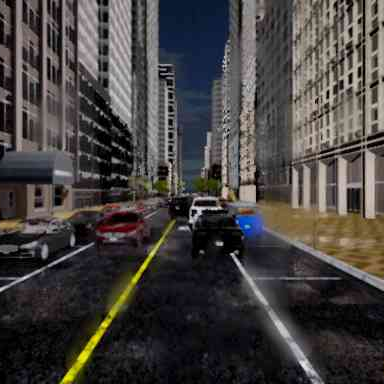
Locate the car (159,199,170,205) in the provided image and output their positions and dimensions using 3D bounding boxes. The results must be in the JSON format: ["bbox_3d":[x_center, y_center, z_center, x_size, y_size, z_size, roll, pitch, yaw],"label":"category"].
[{"bbox_3d":[-5.677,2.045,69.208,1.802,1.307,4.206,-1,0,0],"label":"car"}]

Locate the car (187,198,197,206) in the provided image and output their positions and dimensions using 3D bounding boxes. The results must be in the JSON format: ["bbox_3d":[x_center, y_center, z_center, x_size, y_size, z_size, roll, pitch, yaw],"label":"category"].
[{"bbox_3d":[0.019,1.957,64.412,1.812,1.442,4.674,0,0,0],"label":"car"}]

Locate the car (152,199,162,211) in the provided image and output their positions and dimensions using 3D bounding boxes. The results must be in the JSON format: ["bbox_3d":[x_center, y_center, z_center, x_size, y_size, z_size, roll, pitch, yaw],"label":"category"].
[{"bbox_3d":[-5.684,1.863,46.475,2.008,1.369,4.403,-1,0,0],"label":"car"}]

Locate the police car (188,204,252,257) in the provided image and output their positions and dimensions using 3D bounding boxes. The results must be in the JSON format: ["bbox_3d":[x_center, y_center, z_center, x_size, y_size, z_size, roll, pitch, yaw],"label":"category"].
[{"bbox_3d":[0.903,1.517,13.512,1.930,1.638,5.238,0,0,0],"label":"police car"}]

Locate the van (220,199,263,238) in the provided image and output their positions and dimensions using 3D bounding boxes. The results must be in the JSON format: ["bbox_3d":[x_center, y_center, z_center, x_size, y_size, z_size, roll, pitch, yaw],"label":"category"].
[{"bbox_3d":[2.686,1.463,18.056,1.690,1.788,3.998,-1,0,0],"label":"van"}]

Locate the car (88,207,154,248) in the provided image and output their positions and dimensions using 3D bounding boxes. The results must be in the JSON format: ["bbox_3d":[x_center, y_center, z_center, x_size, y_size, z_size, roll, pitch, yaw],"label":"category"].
[{"bbox_3d":[-3.095,1.630,15.434,1.812,1.442,4.674,0,0,0],"label":"car"}]

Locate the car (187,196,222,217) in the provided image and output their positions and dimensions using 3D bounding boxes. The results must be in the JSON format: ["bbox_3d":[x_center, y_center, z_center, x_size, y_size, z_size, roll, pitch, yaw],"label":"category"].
[{"bbox_3d":[0.907,1.382,23.434,2.150,2.045,5.566,0,0,0],"label":"car"}]

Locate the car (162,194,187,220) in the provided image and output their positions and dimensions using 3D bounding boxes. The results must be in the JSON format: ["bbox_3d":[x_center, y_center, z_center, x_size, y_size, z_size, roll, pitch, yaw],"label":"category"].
[{"bbox_3d":[-0.134,1.421,29.788,2.150,2.045,5.566,-1,0,24],"label":"car"}]

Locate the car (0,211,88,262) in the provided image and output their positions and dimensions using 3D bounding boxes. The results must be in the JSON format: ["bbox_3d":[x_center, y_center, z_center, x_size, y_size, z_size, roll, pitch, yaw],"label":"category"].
[{"bbox_3d":[-5.694,1.635,12.374,2.008,1.369,4.403,-1,0,0],"label":"car"}]

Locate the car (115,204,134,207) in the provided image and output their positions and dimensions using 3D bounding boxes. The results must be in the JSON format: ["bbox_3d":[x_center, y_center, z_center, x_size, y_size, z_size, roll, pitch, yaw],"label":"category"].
[{"bbox_3d":[-5.691,1.705,23.741,1.887,1.381,4.507,-1,0,0],"label":"car"}]

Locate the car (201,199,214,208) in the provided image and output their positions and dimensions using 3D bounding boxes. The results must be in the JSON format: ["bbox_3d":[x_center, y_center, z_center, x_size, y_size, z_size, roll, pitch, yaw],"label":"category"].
[{"bbox_3d":[2.700,1.938,57.839,2.008,1.369,4.403,-1,0,0],"label":"car"}]

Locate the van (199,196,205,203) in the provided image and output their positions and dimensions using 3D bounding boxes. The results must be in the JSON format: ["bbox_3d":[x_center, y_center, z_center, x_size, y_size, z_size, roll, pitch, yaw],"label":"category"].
[{"bbox_3d":[2.709,1.954,91.942,1.690,1.788,3.998,-1,0,0],"label":"van"}]

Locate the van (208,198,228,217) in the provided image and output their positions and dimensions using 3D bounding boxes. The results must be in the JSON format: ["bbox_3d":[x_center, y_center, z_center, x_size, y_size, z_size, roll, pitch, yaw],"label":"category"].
[{"bbox_3d":[2.691,1.577,35.107,1.690,1.788,3.998,-1,0,0],"label":"van"}]

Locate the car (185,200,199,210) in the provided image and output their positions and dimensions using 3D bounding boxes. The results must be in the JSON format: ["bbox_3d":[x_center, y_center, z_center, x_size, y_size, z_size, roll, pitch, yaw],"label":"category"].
[{"bbox_3d":[0.017,1.897,49.621,1.994,1.385,4.181,0,0,0],"label":"car"}]

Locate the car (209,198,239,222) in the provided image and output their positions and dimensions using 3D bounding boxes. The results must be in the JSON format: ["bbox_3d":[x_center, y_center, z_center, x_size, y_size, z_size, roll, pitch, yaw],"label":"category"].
[{"bbox_3d":[2.689,1.513,29.423,2.192,1.841,5.009,-1,0,0],"label":"car"}]

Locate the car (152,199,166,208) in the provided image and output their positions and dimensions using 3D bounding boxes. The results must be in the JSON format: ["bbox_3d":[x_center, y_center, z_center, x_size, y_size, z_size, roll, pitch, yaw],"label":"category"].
[{"bbox_3d":[-5.680,1.938,57.842,2.008,1.369,4.403,-1,0,0],"label":"car"}]

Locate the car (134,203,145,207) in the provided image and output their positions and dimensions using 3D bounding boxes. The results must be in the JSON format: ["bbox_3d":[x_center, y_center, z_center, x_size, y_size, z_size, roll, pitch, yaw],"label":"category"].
[{"bbox_3d":[-5.690,1.749,29.424,2.008,1.369,4.403,-1,0,0],"label":"car"}]

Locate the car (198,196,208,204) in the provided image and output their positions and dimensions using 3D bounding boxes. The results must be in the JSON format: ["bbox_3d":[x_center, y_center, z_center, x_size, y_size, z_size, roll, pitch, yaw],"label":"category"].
[{"bbox_3d":[2.705,1.853,80.575,2.192,1.841,5.009,-1,0,0],"label":"car"}]

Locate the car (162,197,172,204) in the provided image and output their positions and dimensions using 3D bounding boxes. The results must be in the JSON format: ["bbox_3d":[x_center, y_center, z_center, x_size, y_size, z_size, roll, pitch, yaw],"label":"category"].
[{"bbox_3d":[-5.676,1.941,74.893,1.967,1.590,4.097,-1,0,0],"label":"car"}]

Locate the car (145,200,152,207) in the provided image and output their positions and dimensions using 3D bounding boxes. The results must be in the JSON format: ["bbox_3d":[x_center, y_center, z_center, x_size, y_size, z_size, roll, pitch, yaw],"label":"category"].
[{"bbox_3d":[-5.687,1.818,35.108,1.802,1.307,4.206,-1,0,0],"label":"car"}]

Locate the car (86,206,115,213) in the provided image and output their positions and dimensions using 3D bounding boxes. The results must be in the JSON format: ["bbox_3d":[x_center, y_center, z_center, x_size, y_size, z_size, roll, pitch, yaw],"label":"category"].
[{"bbox_3d":[-5.692,1.688,18.057,1.947,1.339,4.313,-1,0,0],"label":"car"}]
